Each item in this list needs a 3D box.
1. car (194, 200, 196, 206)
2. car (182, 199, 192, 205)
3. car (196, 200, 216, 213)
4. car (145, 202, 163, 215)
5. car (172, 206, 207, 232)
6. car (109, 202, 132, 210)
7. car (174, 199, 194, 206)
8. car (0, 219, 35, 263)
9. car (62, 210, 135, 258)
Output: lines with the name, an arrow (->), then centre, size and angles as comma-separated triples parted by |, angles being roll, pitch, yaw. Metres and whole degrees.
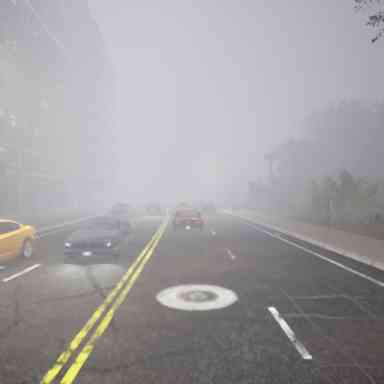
car -> 0.759, 2.140, 58.484 | 2.033, 1.411, 5.357 | 0, -1, -5
car -> -1.214, 2.295, 77.114 | 1.812, 1.442, 4.674 | 0, -1, -7
car -> 1.937, 2.000, 42.623 | 1.994, 1.385, 4.181 | 0, -1, -4
car -> -4.534, 1.908, 39.957 | 2.128, 1.511, 4.902 | 0, -1, -3
car -> -0.301, 1.830, 21.821 | 1.895, 1.301, 4.718 | 0, -1, -2
car -> -7.581, 1.853, 35.676 | 1.882, 1.535, 5.008 | 0, -1, -3
car -> -1.150, 1.890, 39.912 | 1.882, 1.535, 5.008 | 0, -1, -3
car -> -6.717, 1.592, 10.331 | 1.882, 1.535, 5.008 | 0, -1, -1
car -> -3.524, 1.695, 13.696 | 2.033, 1.411, 5.357 | 0, -1, -1
